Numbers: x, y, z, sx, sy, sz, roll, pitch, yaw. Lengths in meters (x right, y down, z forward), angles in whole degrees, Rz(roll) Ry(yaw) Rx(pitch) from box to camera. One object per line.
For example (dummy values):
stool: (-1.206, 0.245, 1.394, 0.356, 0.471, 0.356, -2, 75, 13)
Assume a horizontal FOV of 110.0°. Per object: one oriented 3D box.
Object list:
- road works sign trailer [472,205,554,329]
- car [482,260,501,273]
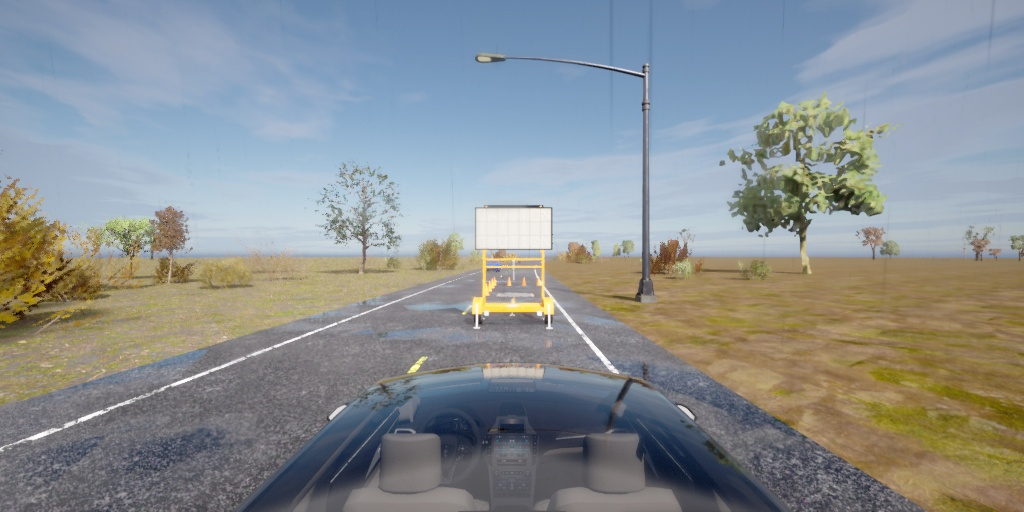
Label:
road works sign trailer: (0.054, 0.214, 11.252, 2.380, 3.560, 2.880, 0, 0, 1)
car: (-2.388, 1.221, 43.163, 1.882, 1.535, 5.008, 0, 0, 3)
